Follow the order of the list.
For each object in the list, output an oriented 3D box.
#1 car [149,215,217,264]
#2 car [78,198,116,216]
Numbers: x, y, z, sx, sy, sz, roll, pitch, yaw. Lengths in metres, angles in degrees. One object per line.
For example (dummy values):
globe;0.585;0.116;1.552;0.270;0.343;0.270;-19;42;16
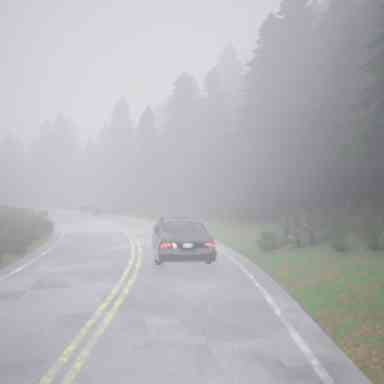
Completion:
car;-0.463;1.515;11.637;2.033;1.411;5.357;1;0;-8
car;-8.398;1.299;29.277;2.128;1.511;4.902;4;-1;-39
